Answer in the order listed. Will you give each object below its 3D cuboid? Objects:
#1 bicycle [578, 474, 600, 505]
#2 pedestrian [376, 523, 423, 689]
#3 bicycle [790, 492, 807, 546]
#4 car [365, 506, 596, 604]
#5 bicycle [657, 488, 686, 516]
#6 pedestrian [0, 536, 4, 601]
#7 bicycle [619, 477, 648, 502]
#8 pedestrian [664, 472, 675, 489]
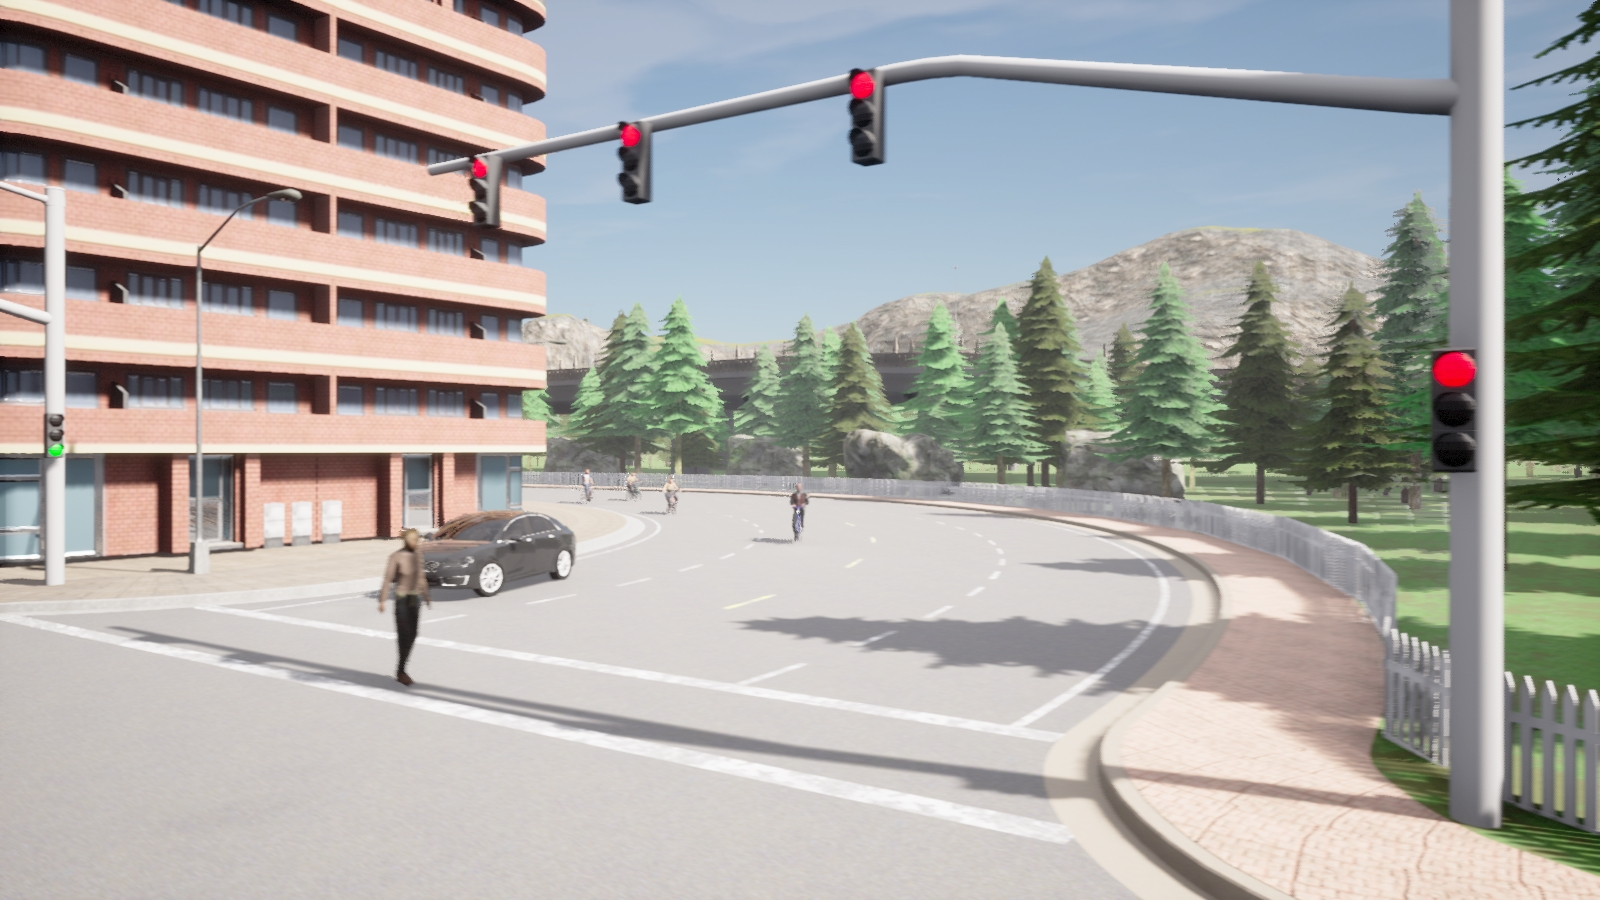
[{"bbox_3d":[-10.684,1.999,57.739,0.373,1.496,1.643,-1,1,-38],"label":"bicycle"},{"bbox_3d":[-4.675,1.800,13.332,0.375,1.860,0.375,0,0,35],"label":"pedestrian"},{"bbox_3d":[-0.032,2.004,33.387,0.329,1.471,1.835,-1,0,4],"label":"bicycle"},{"bbox_3d":[-6.228,2.005,23.000,2.231,1.480,4.892,0,0,16],"label":"car"},{"bbox_3d":[-5.408,2.176,48.051,0.859,1.126,1.487,0,0,-20],"label":"bicycle"},{"bbox_3d":[-14.017,2.037,19.531,0.500,1.100,0.500,0,0,24],"label":"pedestrian"},{"bbox_3d":[-8.896,2.101,61.075,0.859,1.276,1.487,0,0,-40],"label":"bicycle"},{"bbox_3d":[-8.580,2.019,75.134,0.500,1.100,0.500,0,0,40],"label":"pedestrian"}]
